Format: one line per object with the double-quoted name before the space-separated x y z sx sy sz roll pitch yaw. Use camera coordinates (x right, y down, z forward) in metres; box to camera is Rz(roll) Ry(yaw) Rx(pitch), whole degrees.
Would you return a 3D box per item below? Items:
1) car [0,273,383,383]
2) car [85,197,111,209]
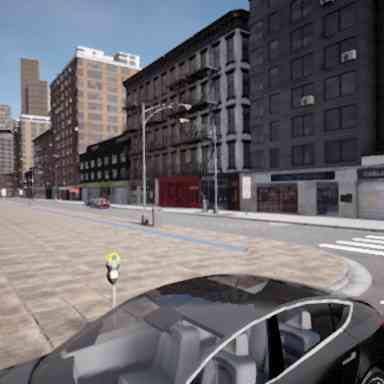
"car" 0.037 1.542 2.835 4.313 1.339 1.947 -1 0 -35
"car" -12.510 1.423 43.948 2.033 1.411 5.357 -1 1 -35
